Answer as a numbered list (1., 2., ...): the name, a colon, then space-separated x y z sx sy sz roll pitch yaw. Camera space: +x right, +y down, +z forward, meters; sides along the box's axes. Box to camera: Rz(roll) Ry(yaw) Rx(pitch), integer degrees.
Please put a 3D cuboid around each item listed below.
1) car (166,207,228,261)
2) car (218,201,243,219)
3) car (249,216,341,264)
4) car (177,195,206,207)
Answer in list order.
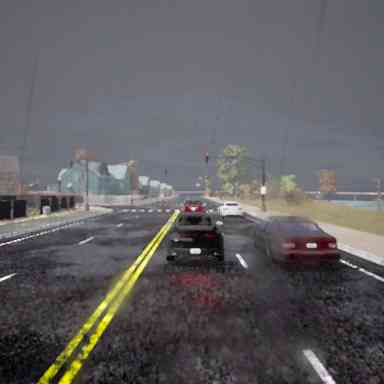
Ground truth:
1. car: 0.100 1.505 12.320 1.837 1.490 4.892 0 0 0
2. car: 3.349 1.531 29.189 1.812 1.442 4.674 0 0 0
3. car: 3.351 1.547 11.829 2.033 1.411 5.357 0 0 0
4. car: 0.099 1.357 27.738 2.097 1.767 4.553 0 0 0
